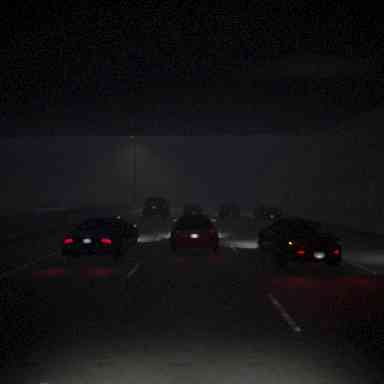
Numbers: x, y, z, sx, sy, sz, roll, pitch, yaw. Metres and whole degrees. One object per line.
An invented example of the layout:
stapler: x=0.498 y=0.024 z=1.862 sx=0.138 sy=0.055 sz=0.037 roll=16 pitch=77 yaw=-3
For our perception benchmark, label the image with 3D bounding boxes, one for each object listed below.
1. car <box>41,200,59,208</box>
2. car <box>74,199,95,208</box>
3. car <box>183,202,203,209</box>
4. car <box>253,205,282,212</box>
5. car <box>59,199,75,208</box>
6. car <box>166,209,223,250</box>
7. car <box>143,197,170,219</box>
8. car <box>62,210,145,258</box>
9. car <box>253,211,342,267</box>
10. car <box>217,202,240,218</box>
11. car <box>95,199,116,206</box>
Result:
car: x=-24.485 y=2.054 z=58.404 sx=2.033 sy=1.411 sz=5.357 roll=0 pitch=0 yaw=1
car: x=-17.523 y=2.083 z=55.639 sx=1.895 sy=1.301 sz=4.718 roll=0 pitch=0 yaw=1
car: x=0.111 y=1.781 z=33.323 sx=2.128 sy=1.511 sz=4.902 roll=0 pitch=0 yaw=0
car: x=7.108 y=1.876 z=31.752 sx=1.895 sy=1.301 sz=4.718 roll=0 pitch=0 yaw=0
car: x=-21.000 y=2.012 z=58.565 sx=1.837 sy=1.490 sz=4.892 roll=0 pitch=0 yaw=1
car: x=0.097 y=1.694 z=14.907 sx=1.994 sy=1.385 sz=4.181 roll=0 pitch=0 yaw=0
car: x=-3.390 y=1.502 z=32.339 sx=2.150 sy=2.045 sz=5.566 roll=0 pitch=0 yaw=0
car: x=-3.401 y=1.664 z=13.286 sx=2.033 sy=1.411 sz=5.357 roll=0 pitch=0 yaw=0
car: x=3.589 y=1.628 z=11.691 sx=1.812 sy=1.442 sz=4.674 roll=0 pitch=-1 yaw=0
car: x=3.610 y=1.781 z=33.322 sx=2.128 sy=1.511 sz=4.902 roll=0 pitch=0 yaw=0
car: x=-14.029 y=1.974 z=55.645 sx=2.128 sy=1.511 sz=4.902 roll=0 pitch=0 yaw=0
